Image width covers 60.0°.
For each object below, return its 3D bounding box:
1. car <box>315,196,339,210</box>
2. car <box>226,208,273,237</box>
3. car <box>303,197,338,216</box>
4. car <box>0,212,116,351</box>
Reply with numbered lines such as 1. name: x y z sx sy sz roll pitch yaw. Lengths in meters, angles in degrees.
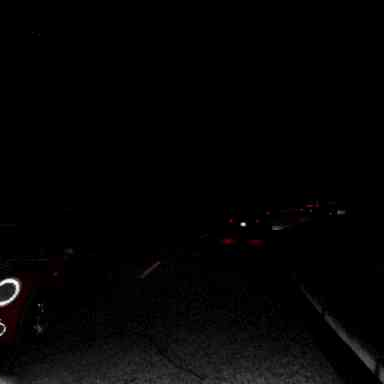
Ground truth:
1. car: 18.217 1.432 44.750 2.097 1.767 4.553 -1 -1 33
2. car: 3.228 1.576 18.259 1.994 1.385 4.181 0 0 20
3. car: 12.618 1.511 32.705 2.128 1.511 4.902 -1 -1 41
4. car: -3.120 1.358 6.460 2.097 1.767 4.553 0 0 6
